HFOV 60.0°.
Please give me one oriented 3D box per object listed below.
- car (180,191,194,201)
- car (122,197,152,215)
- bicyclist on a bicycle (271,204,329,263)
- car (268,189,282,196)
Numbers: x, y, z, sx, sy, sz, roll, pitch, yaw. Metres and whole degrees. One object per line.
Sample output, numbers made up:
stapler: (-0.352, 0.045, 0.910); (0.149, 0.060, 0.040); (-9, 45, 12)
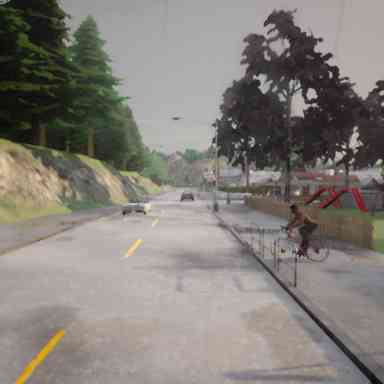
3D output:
car: (-0.685, 0.572, 49.148); (1.812, 1.442, 4.674); (0, 0, -2)
car: (-4.420, 1.120, 27.073); (1.895, 1.301, 4.718); (0, 1, -1)
bicyclist on a bicycle: (2.993, 1.164, 9.219); (1.656, 1.620, 0.582); (0, 1, -1)
car: (14.829, 0.116, 60.188); (1.994, 1.381, 4.181); (0, 1, -1)
